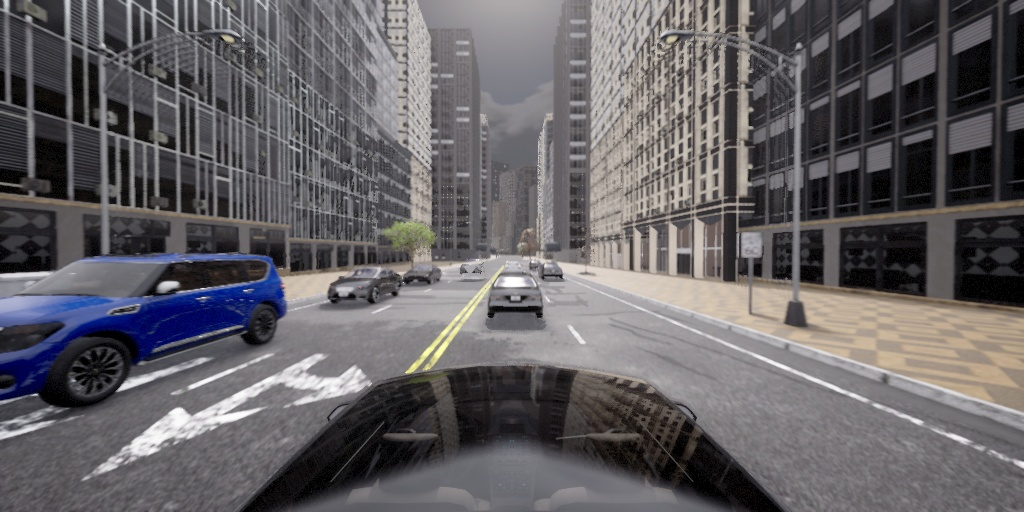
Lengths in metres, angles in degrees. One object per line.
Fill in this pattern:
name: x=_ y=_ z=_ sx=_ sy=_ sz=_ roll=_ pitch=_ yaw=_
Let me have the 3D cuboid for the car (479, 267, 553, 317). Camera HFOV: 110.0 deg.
car: x=0.105 y=1.295 z=13.123 sx=2.033 sy=1.411 sz=5.357 roll=0 pitch=0 yaw=0

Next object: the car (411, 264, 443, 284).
car: x=-6.487 y=1.291 z=26.772 sx=2.033 sy=1.411 sz=5.357 roll=0 pitch=0 yaw=0

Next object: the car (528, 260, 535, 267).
car: x=3.376 y=1.281 z=51.873 sx=2.033 sy=1.411 sz=5.357 roll=0 pitch=0 yaw=0

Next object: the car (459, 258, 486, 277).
car: x=-3.234 y=0.884 z=29.971 sx=2.128 sy=1.511 sz=4.902 roll=0 pitch=0 yaw=0

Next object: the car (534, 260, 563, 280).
car: x=3.369 y=1.292 z=31.746 sx=2.033 sy=1.411 sz=5.357 roll=0 pitch=0 yaw=0

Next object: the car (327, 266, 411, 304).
car: x=-6.556 y=1.237 z=16.467 sx=2.128 sy=1.511 sz=4.902 roll=0 pitch=0 yaw=0

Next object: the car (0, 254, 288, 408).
car: x=-6.596 y=0.968 z=6.549 sx=2.150 sy=2.045 sz=5.566 roll=0 pitch=0 yaw=0

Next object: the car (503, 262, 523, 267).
car: x=0.122 y=1.268 z=35.743 sx=1.812 sy=1.442 sz=4.674 roll=0 pitch=0 yaw=0
